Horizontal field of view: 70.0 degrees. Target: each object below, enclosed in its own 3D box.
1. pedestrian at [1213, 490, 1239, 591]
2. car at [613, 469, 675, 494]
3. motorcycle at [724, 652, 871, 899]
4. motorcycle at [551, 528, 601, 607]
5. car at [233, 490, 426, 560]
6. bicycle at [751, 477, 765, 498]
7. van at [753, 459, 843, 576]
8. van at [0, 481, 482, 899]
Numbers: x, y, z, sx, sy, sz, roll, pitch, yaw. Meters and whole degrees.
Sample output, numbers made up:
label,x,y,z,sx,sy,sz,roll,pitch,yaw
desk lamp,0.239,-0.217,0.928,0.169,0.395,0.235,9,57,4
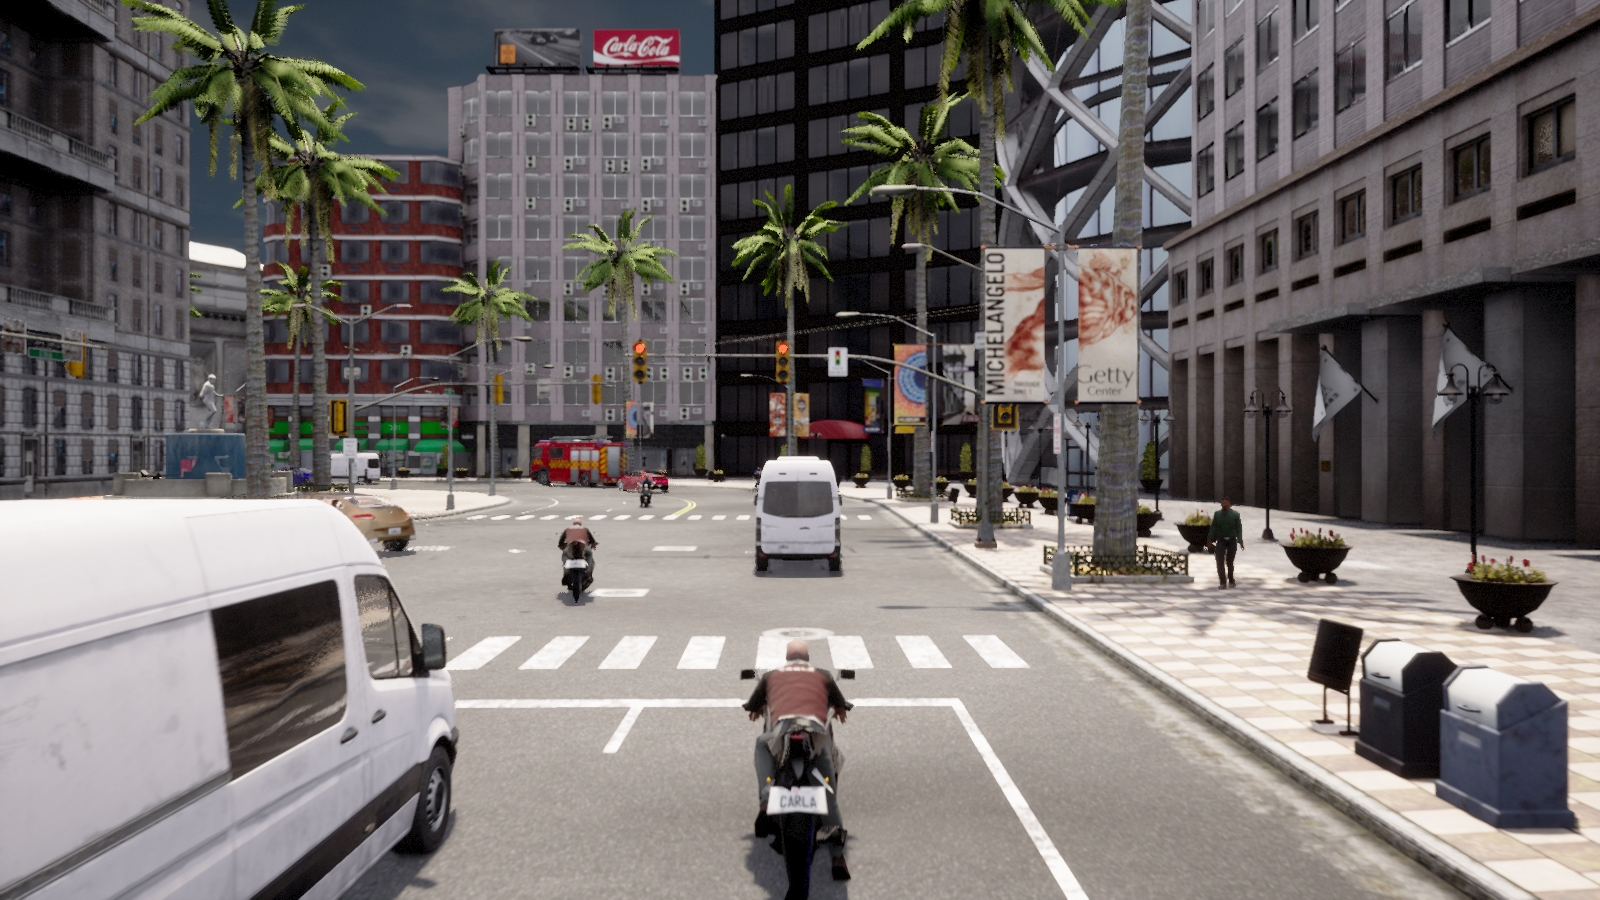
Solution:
label,x,y,z,sx,sy,sz,roll,pitch,yaw
pedestrian,8.036,1.695,21.534,0.375,1.860,0.375,0,0,36
car,-10.342,2.058,75.411,2.231,1.480,4.892,0,0,-33
motorcycle,-0.016,2.205,7.840,0.867,1.251,2.209,0,0,0
motorcycle,-4.249,2.204,21.820,0.867,1.251,2.209,-1,0,-10
car,-12.905,1.990,31.298,5.027,1.651,2.152,0,0,28
bicycle,-2.491,2.207,66.969,0.329,1.171,1.835,0,0,-18
van,-0.050,1.533,28.438,1.988,2.561,5.915,0,0,0
van,-3.519,1.535,6.117,1.988,2.561,5.915,0,0,0
